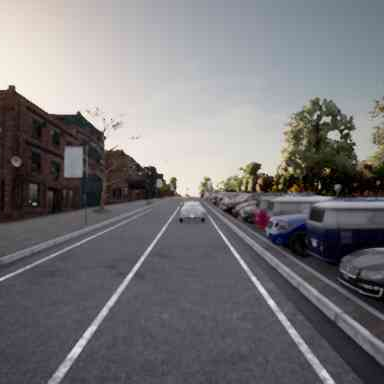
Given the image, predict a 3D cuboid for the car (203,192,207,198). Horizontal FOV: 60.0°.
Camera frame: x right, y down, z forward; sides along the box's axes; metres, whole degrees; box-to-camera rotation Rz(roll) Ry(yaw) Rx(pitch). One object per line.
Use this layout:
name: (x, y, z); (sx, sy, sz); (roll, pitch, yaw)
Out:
car: (5.344, 1.262, 71.506); (4.892, 1.521, 2.231); (0, 0, 0)

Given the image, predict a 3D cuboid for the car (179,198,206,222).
car: (0.005, 1.485, 25.935); (1.812, 1.442, 4.674); (0, 0, 0)

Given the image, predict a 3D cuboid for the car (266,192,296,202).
car: (18.413, 1.001, 68.945); (5.566, 2.045, 2.435); (0, 0, 0)

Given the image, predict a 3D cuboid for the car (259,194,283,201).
car: (18.393, 1.242, 77.299); (5.008, 1.535, 2.097); (0, 0, 0)

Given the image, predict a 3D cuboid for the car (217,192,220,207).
car: (5.522, 1.156, 32.267); (5.566, 2.045, 2.435); (0, 0, 0)

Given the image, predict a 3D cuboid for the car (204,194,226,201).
car: (5.314, 1.255, 77.116); (5.008, 1.535, 2.097); (0, 0, 0)

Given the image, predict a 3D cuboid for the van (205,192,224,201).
van: (5.422, 1.027, 79.920); (4.442, 1.987, 1.878); (0, 0, 0)

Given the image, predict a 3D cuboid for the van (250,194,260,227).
van: (5.739, 1.239, 18.251); (4.442, 1.987, 1.878); (0, 0, 0)

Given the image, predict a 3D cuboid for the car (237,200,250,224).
car: (5.602, 1.455, 21.055); (4.892, 1.521, 2.231); (0, 0, 0)

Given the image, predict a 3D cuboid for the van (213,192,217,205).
van: (5.376, 1.135, 43.479); (4.442, 1.987, 1.878); (0, 0, 0)

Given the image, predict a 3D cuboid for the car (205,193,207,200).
car: (5.592, 1.287, 60.301); (5.366, 1.575, 1.946); (0, 0, 0)

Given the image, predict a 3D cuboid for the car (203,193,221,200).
car: (5.235, 1.119, 88.331); (4.553, 1.767, 2.185); (0, 0, 0)

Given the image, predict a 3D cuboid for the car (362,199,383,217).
car: (18.457, 1.401, 29.929); (5.366, 1.575, 1.946); (0, 0, 0)

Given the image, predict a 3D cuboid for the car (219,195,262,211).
car: (5.490, 1.258, 37.874); (4.553, 1.767, 2.185); (0, 0, 0)

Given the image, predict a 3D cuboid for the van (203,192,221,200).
van: (5.163, 1.022, 85.526); (4.442, 1.987, 1.878); (0, 0, 0)

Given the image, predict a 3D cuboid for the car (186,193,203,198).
car: (-0.048, 1.258, 39.638); (2.097, 1.767, 4.553); (0, 0, 0)

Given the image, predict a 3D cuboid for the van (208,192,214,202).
van: (5.318, 1.088, 54.692); (4.442, 1.987, 1.878); (0, 0, 0)

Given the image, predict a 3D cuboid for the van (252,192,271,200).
van: (18.462, 1.005, 88.443); (4.442, 1.987, 1.878); (0, 0, 0)

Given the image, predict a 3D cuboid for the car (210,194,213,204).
car: (5.473, 1.348, 46.284); (5.008, 1.535, 2.097); (0, 0, 0)

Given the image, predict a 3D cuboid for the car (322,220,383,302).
car: (5.686, 1.506, 7.036); (4.892, 1.521, 2.231); (0, 0, 0)

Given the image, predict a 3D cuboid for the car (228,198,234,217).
car: (5.576, 1.470, 26.662); (4.674, 1.452, 2.002); (0, 0, 0)

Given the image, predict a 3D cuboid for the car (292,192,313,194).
car: (18.469, 1.036, 57.928); (5.566, 2.045, 2.435); (0, 0, 0)

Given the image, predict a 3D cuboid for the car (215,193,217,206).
car: (5.538, 1.246, 40.677); (4.553, 1.767, 2.185); (0, 0, 0)

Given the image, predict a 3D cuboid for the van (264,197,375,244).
van: (5.753, 1.251, 15.448); (4.442, 1.987, 1.878); (0, 0, 0)

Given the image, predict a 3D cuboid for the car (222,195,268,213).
car: (5.505, 1.270, 35.070); (4.553, 1.767, 2.185); (0, 0, 0)

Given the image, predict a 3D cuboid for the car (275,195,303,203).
car: (18.467, 1.306, 63.499); (4.674, 1.452, 2.002); (0, 0, 0)

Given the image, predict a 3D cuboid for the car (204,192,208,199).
car: (5.386, 1.280, 63.100); (5.008, 1.535, 2.097); (0, 0, 0)

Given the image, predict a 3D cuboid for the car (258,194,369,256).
car: (5.623, 1.237, 12.643); (5.566, 2.045, 2.435); (0, 0, 0)

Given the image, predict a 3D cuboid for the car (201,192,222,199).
car: (5.284, 0.994, 91.132); (5.566, 2.045, 2.435); (0, 0, 0)

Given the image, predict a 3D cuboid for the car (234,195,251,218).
car: (5.625, 1.316, 23.858); (4.553, 1.767, 2.185); (0, 0, 0)

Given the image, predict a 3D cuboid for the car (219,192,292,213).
car: (5.536, 1.167, 29.464); (5.566, 2.045, 2.435); (0, 0, 0)

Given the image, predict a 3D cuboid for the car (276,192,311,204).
car: (18.455, 1.025, 60.590); (5.566, 2.045, 2.435); (0, 0, 0)

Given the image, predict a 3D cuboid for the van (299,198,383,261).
van: (5.782, 1.274, 9.844); (4.442, 1.987, 1.878); (0, 0, 0)

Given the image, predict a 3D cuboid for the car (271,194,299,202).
car: (18.451, 1.259, 66.159); (5.008, 1.535, 2.097); (0, 0, 0)
